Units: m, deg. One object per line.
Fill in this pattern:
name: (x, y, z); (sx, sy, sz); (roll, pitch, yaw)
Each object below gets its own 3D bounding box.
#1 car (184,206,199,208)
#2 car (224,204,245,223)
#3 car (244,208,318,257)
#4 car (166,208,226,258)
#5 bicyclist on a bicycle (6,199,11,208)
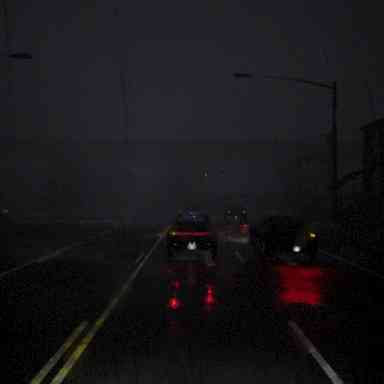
car: (-0.054, 1.843, 27.509); (2.033, 1.411, 5.357); (0, -1, -1)
car: (3.779, 1.798, 28.447); (2.128, 1.511, 4.902); (0, 0, 7)
car: (3.506, 1.651, 13.496); (1.837, 1.490, 4.892); (0, 0, 0)
car: (0.008, 1.637, 13.490); (2.128, 1.511, 4.902); (0, -1, 0)
bicyclist on a bicycle: (-31.076, 1.904, 56.285); (0.582, 1.620, 1.656); (0, 0, 0)
